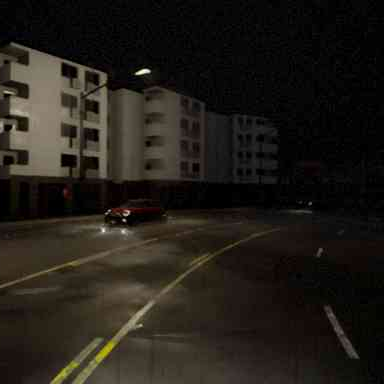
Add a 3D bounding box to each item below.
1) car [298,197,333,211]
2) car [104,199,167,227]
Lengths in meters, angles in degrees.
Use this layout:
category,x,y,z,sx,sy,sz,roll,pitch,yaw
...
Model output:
category,x,y,z,sx,sy,sz,roll,pitch,yaw
car,15.287,1.366,41.142,4.553,1.767,2.097,0,0,-30
car,-3.672,1.276,22.285,2.097,1.767,4.553,1,0,32
